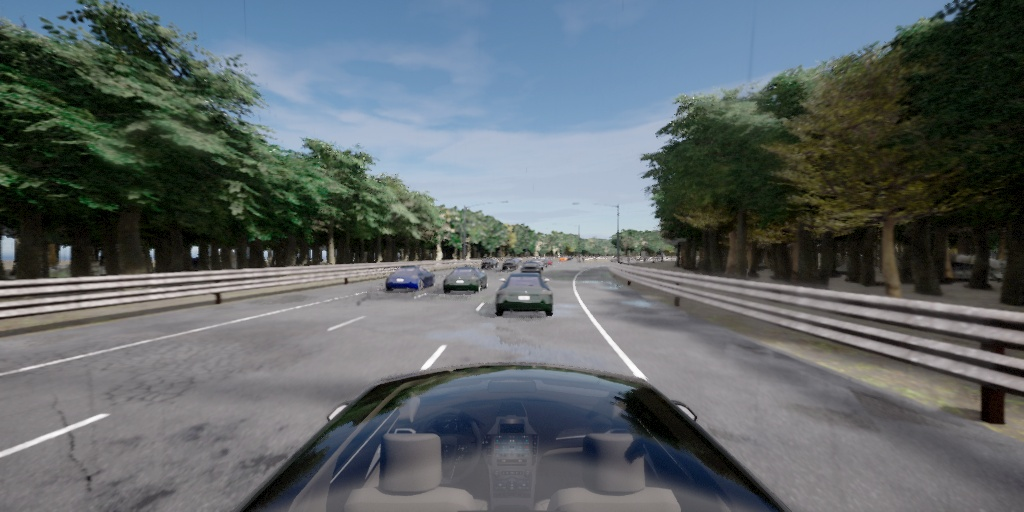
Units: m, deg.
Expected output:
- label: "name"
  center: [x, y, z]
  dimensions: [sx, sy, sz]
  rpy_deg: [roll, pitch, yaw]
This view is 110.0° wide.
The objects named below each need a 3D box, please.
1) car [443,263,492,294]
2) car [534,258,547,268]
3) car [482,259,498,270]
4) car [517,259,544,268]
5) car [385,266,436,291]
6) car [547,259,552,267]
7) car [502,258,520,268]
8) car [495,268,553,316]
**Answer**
- label: "car"
  center: [-2.576, 1.316, 20.609]
  dimensions: [1.994, 1.385, 4.181]
  rpy_deg: [0, 0, 4]
- label: "car"
  center: [3.431, 1.331, 48.705]
  dimensions: [1.895, 1.301, 4.718]
  rpy_deg: [0, 0, 7]
- label: "car"
  center: [-3.174, 1.208, 51.766]
  dimensions: [1.837, 1.490, 4.892]
  rpy_deg: [0, 0, 8]
- label: "car"
  center: [1.750, 1.259, 32.748]
  dimensions: [1.837, 1.490, 4.892]
  rpy_deg: [0, 0, 5]
- label: "car"
  center: [-6.031, 1.310, 21.769]
  dimensions: [1.994, 1.385, 4.181]
  rpy_deg: [0, 0, 4]
- label: "car"
  center: [5.090, 1.189, 60.608]
  dimensions: [2.128, 1.511, 4.902]
  rpy_deg: [0, 0, 9]
- label: "car"
  center: [-0.134, 1.237, 47.851]
  dimensions: [1.837, 1.490, 4.892]
  rpy_deg: [0, 0, 7]
- label: "car"
  center: [0.480, 1.317, 13.545]
  dimensions: [1.994, 1.385, 4.181]
  rpy_deg: [0, 0, 3]
